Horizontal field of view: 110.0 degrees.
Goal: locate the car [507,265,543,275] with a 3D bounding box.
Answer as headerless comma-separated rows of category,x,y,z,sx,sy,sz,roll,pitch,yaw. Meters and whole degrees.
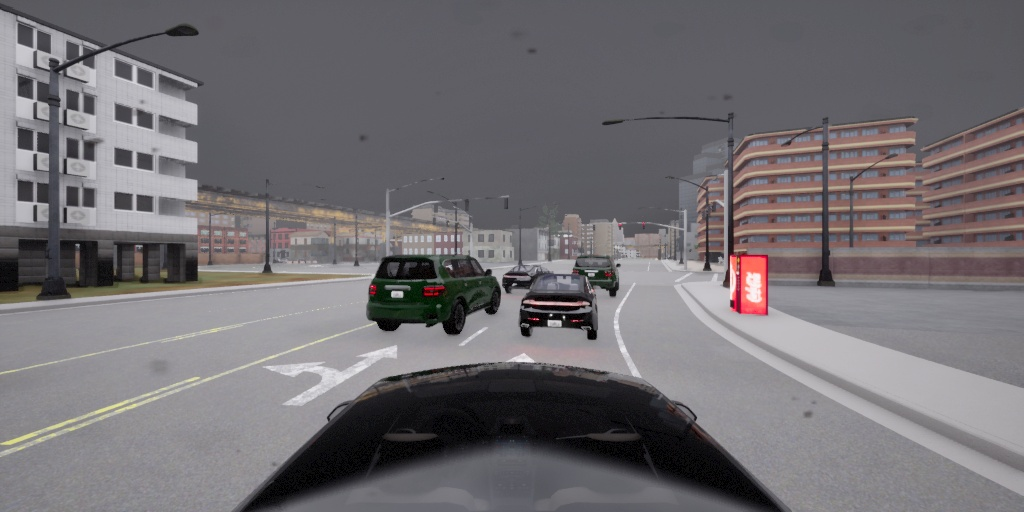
car,1.124,1.241,20.177,2.128,1.511,4.902,0,0,24

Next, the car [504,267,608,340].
car,1.444,1.241,10.101,2.128,1.511,4.902,0,0,12

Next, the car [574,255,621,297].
car,4.572,0.971,19.341,2.150,2.045,5.566,0,0,19

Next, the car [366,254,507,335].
car,-1.989,0.972,10.813,2.150,2.045,5.566,0,0,14

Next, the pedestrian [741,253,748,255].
pedestrian,8.055,0.795,12.467,0.375,1.860,0.375,0,0,21

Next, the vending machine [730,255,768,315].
vending machine,7.821,0.945,11.848,1.100,2.100,0.880,0,0,20
